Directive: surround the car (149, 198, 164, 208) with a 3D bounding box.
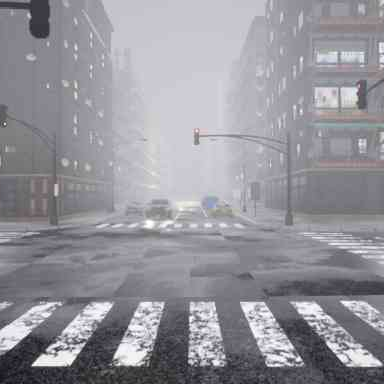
[{"bbox_3d":[-5.307,1.613,49.638,1.802,1.307,4.206,1,0,0],"label":"car"}]

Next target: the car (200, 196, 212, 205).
[{"bbox_3d":[2.574,1.485,61.009,1.967,1.590,4.097,1,0,0],"label":"car"}]

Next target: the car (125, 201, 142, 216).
[{"bbox_3d":[-5.436,1.565,32.665,2.008,1.369,4.403,1,0,0],"label":"car"}]

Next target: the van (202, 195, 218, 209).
[{"bbox_3d":[2.608,1.366,44.044,1.690,1.788,3.998,1,0,0],"label":"van"}]

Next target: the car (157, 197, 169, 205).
[{"bbox_3d":[-5.307,1.627,60.954,1.802,1.307,4.206,1,0,0],"label":"car"}]

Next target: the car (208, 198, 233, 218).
[{"bbox_3d":[2.704,1.537,30.210,1.752,1.417,4.829,1,0,0],"label":"car"}]

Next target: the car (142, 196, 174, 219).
[{"bbox_3d":[-2.750,1.359,29.135,2.097,1.767,4.553,0,0,0],"label":"car"}]

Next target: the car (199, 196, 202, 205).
[{"bbox_3d":[2.576,1.346,49.697,2.192,1.841,5.009,1,0,0],"label":"car"}]

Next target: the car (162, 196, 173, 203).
[{"bbox_3d":[-5.307,1.612,72.270,2.008,1.369,4.403,1,0,0],"label":"car"}]

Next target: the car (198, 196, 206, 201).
[{"bbox_3d":[2.572,1.627,83.634,1.887,1.381,4.507,1,0,0],"label":"car"}]

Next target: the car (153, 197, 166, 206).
[{"bbox_3d":[-5.307,1.563,55.126,1.752,1.417,4.829,1,0,0],"label":"car"}]

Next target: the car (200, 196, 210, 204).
[{"bbox_3d":[2.573,1.604,66.666,2.008,1.369,4.403,1,0,0],"label":"car"}]
